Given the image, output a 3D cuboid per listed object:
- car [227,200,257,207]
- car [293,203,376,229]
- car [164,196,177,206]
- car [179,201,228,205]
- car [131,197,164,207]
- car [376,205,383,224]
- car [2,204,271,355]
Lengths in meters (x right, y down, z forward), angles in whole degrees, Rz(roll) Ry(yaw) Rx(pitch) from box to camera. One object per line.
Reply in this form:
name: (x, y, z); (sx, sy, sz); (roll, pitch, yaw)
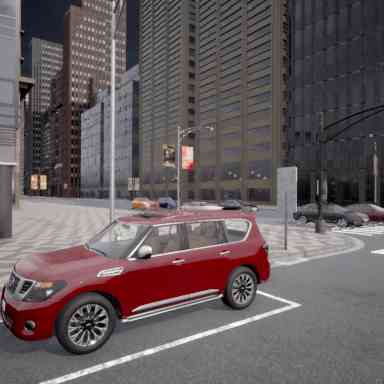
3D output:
car: (4.605, 1.571, 33.811); (2.128, 1.511, 4.902); (1, -1, -36)
car: (9.085, 1.511, 22.033); (1.837, 1.490, 4.892); (1, -1, -36)
car: (-2.927, 1.480, 44.285); (2.097, 1.767, 4.553); (1, -1, -36)
car: (1.049, 1.660, 33.191); (1.895, 1.301, 4.718); (1, -1, -36)
car: (-6.057, 1.459, 43.077); (2.097, 1.767, 4.553); (1, -1, -36)
car: (12.517, 1.557, 23.541); (1.812, 1.442, 4.674); (1, -1, -41)
car: (-0.672, 1.315, 6.290); (5.009, 1.841, 2.192); (0, 0, -36)
